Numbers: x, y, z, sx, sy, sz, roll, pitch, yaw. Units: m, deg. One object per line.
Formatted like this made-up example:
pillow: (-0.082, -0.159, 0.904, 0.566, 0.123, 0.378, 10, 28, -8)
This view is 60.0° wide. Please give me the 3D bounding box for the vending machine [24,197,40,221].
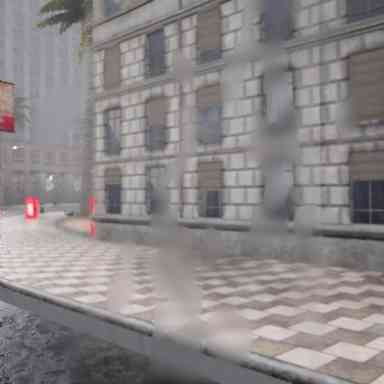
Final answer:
vending machine: (-14.437, 1.486, 30.015, 1.100, 2.100, 0.880, 0, 0, -10)
